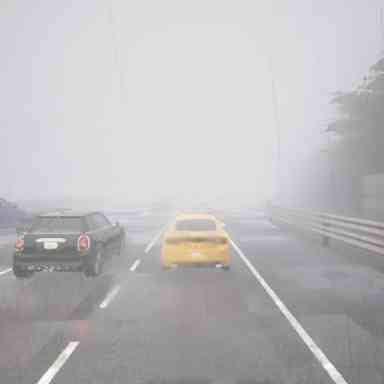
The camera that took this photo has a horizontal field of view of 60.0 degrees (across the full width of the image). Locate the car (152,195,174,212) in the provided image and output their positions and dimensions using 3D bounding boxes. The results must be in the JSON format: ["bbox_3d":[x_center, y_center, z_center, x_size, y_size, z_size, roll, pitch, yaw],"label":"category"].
[{"bbox_3d":[-3.415,1.451,38.376,1.882,1.535,5.008,0,0,0],"label":"car"}]

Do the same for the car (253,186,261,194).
[{"bbox_3d":[17.898,-0.355,91.718,1.812,1.442,4.674,0,3,12],"label":"car"}]

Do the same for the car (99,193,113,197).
[{"bbox_3d":[-21.089,1.134,83.644,2.097,1.767,4.553,0,0,0],"label":"car"}]

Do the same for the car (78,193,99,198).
[{"bbox_3d":[-20.982,1.455,67.779,1.994,1.385,4.181,0,0,0],"label":"car"}]

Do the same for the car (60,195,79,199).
[{"bbox_3d":[-24.482,1.403,67.738,1.837,1.490,4.892,0,0,0],"label":"car"}]

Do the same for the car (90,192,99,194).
[{"bbox_3d":[-24.589,1.004,83.543,2.150,2.045,5.566,0,0,0],"label":"car"}]

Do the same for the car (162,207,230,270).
[{"bbox_3d":[0.119,1.469,10.992,1.882,1.535,5.008,0,0,0],"label":"car"}]

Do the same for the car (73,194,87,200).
[{"bbox_3d":[-28.089,1.331,83.536,1.994,1.385,4.181,0,0,0],"label":"car"}]

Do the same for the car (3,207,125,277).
[{"bbox_3d":[-3.484,1.344,10.352,2.097,1.767,4.553,0,0,0],"label":"car"}]

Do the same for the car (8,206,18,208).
[{"bbox_3d":[-6.866,1.492,16.555,1.837,1.490,4.892,0,0,0],"label":"car"}]

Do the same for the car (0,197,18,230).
[{"bbox_3d":[-10.365,1.209,16.675,2.150,2.045,5.566,0,0,0],"label":"car"}]

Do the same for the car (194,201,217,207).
[{"bbox_3d":[1.117,1.505,29.101,1.812,1.442,4.674,0,0,8],"label":"car"}]

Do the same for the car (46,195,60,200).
[{"bbox_3d":[-27.982,1.428,67.699,2.128,1.511,4.902,0,0,0],"label":"car"}]

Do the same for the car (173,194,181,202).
[{"bbox_3d":[-3.506,1.227,72.044,2.097,1.767,4.553,0,0,0],"label":"car"}]
